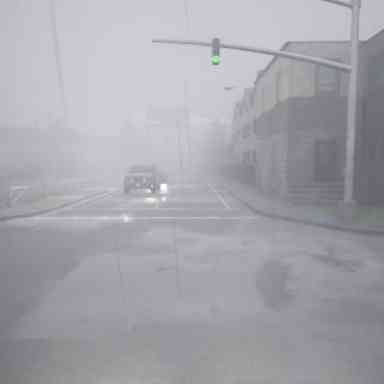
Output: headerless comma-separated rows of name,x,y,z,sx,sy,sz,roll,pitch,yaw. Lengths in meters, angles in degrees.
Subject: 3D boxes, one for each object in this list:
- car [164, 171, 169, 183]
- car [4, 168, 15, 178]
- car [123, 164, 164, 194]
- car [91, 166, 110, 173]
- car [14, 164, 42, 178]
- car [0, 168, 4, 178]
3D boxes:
car,-3.595,-1.696,36.443,1.895,1.301,4.718,0,5,0
car,-25.957,-2.698,47.413,1.970,1.475,3.806,0,5,0
car,-3.602,-1.063,24.875,2.150,2.045,5.566,0,5,0
car,-22.179,-5.497,80.696,4.611,1.667,2.242,0,5,0
car,-22.631,-2.930,46.789,1.905,1.878,3.866,0,5,0
car,-18.926,-1.151,29.007,2.007,1.523,4.514,0,5,0
